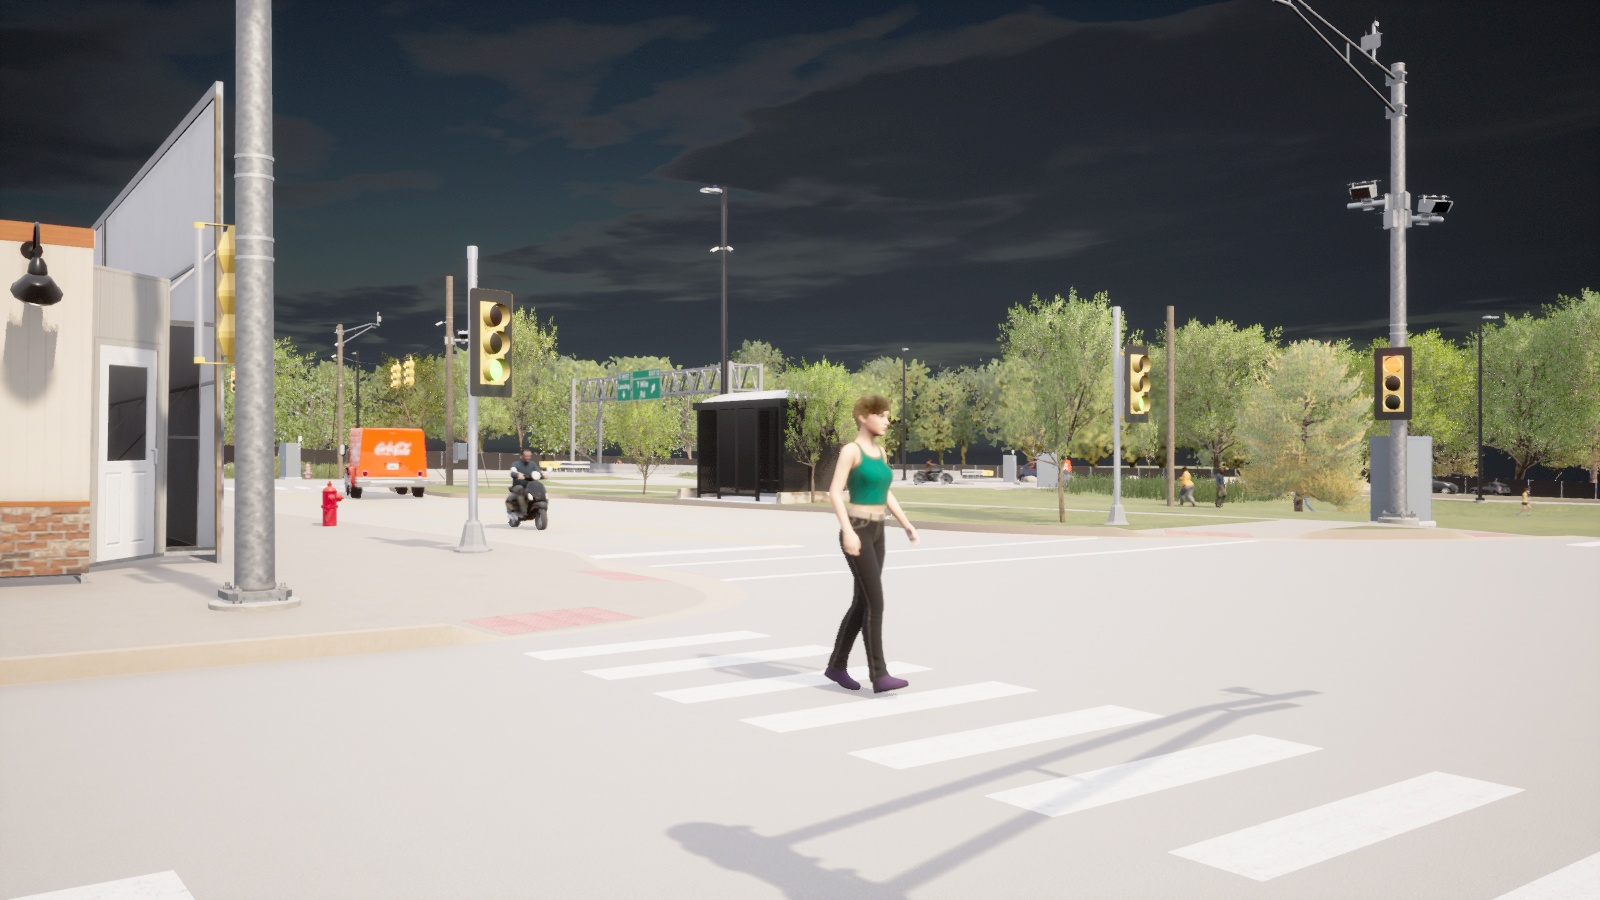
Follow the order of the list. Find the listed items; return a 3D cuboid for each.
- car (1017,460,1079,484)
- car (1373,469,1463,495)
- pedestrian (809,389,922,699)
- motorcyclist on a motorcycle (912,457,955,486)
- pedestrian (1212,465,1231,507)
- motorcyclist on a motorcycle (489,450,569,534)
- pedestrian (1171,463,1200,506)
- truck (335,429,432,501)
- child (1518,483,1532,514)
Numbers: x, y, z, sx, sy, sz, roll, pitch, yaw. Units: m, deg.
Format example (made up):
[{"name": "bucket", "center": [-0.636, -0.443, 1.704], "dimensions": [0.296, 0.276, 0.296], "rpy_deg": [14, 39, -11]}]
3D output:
[{"name": "car", "center": [17.691, 1.559, 89.621], "dimensions": [1.851, 1.617, 3.988], "rpy_deg": [3, -2, -43]}, {"name": "car", "center": [40.480, 2.115, 82.333], "dimensions": [4.892, 1.490, 1.837], "rpy_deg": [2, -1, 8]}, {"name": "pedestrian", "center": [0.403, 0.556, 7.750], "dimensions": [0.594, 1.836, 0.345], "rpy_deg": [0, 0, 36]}, {"name": "motorcyclist on a motorcycle", "center": [7.720, 1.227, 72.570], "dimensions": [2.350, 1.649, 0.766], "rpy_deg": [1, 0, -9]}, {"name": "pedestrian", "center": [18.710, 1.577, 55.763], "dimensions": [0.370, 1.835, 0.726], "rpy_deg": [0, 0, -35]}, {"name": "motorcyclist on a motorcycle", "center": [-5.350, 0.799, 24.694], "dimensions": [0.866, 1.590, 1.817], "rpy_deg": [0, 0, -36]}, {"name": "pedestrian", "center": [17.270, 1.535, 56.221], "dimensions": [0.874, 1.855, 0.900], "rpy_deg": [0, 0, -44]}, {"name": "truck", "center": [-15.194, 0.508, 45.627], "dimensions": [2.627, 2.467, 5.204], "rpy_deg": [0, 0, -26]}, {"name": "child", "center": [26.850, 1.786, 46.522], "dimensions": [0.255, 1.110, 0.394], "rpy_deg": [0, 0, -43]}]
